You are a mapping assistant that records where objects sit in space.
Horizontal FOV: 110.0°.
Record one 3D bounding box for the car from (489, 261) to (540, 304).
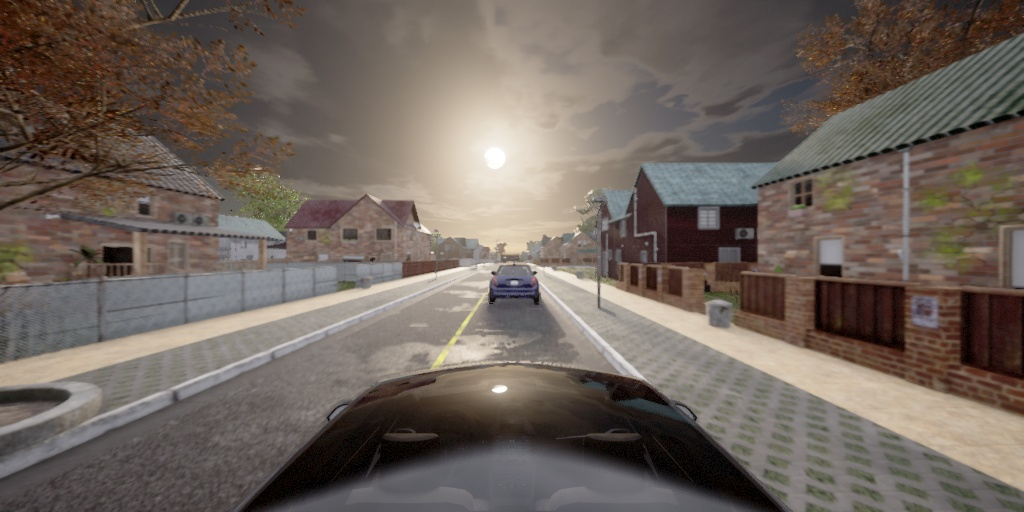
[{"bbox_3d":[0.095,1.089,16.422,2.097,1.767,4.553,0,0,0],"label":"car"}]
